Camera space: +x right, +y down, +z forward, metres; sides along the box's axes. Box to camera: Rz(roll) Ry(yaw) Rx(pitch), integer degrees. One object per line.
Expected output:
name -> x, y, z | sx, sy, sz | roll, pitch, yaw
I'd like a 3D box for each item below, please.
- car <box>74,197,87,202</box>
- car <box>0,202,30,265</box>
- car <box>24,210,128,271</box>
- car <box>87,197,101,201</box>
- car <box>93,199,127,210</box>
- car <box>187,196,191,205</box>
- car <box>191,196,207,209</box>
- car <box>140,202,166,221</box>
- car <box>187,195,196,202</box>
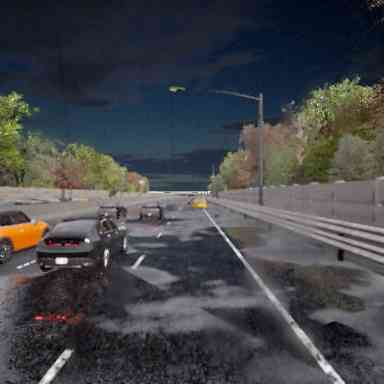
car -> -24.580, 1.834, 73.889 | 1.882, 1.535, 5.008 | 0, 0, 0
car -> -6.913, 1.415, 12.102 | 2.097, 1.767, 4.553 | 0, 0, 0
car -> -3.411, 1.564, 11.122 | 1.837, 1.490, 4.892 | 0, 0, 0
car -> -21.080, 1.910, 73.893 | 1.994, 1.385, 4.181 | 0, 0, 0
car -> -6.932, 1.646, 29.397 | 2.128, 1.511, 4.902 | 0, 0, 0
car -> -0.073, 1.995, 68.049 | 1.895, 1.301, 4.718 | 0, 0, 0
car -> 1.172, 1.754, 49.252 | 1.882, 1.535, 5.008 | 0, 0, 0
car -> -3.431, 1.647, 29.407 | 2.128, 1.511, 4.902 | 0, 0, 0
car -> -0.091, 1.723, 84.670 | 2.097, 1.767, 4.553 | 0, 0, 0
